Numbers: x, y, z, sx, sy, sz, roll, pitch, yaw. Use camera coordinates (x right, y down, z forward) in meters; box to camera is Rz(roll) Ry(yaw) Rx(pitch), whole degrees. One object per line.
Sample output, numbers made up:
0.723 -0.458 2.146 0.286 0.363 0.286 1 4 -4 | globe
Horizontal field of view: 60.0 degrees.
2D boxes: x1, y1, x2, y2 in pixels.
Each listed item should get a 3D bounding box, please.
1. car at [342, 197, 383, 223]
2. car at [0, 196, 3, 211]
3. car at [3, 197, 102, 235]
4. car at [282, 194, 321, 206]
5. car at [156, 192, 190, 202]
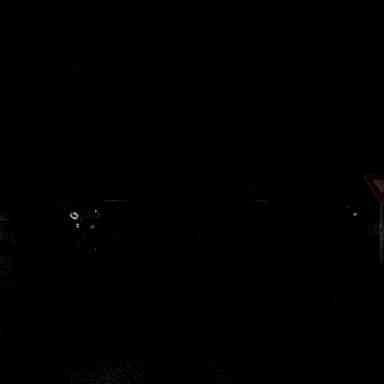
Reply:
11.375 1.085 21.753 2.128 1.511 4.902 1 2 41 | car
-16.936 1.044 28.150 1.994 1.385 4.181 0 1 -9 | car
-6.736 1.045 16.560 4.553 1.767 2.097 0 1 24 | car
12.815 0.870 39.336 1.895 1.301 4.718 -1 1 -26 | car
-2.698 0.615 47.391 4.902 1.511 2.128 0 1 -2 | car
